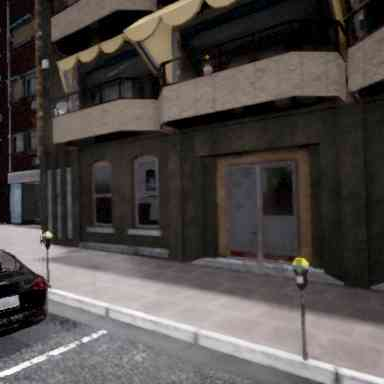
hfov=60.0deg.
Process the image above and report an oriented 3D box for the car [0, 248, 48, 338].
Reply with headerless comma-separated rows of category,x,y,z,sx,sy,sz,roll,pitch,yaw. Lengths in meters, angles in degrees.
car,-4.332,1.651,5.976,4.313,1.339,1.947,-1,-1,35
